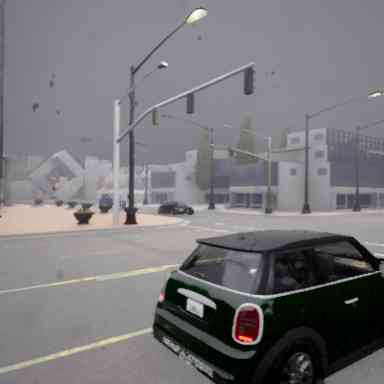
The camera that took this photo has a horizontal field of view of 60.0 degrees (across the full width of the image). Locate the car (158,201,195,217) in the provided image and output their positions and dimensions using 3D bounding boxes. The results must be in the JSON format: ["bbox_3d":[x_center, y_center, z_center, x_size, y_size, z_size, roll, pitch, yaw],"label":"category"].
[{"bbox_3d":[-1.544,1.594,32.139,1.994,1.385,4.181,1,0,-35],"label":"car"}]

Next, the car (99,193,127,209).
[{"bbox_3d":[-10.871,1.161,45.401,2.150,2.045,5.566,1,0,-35],"label":"car"}]

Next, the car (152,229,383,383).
[{"bbox_3d":[1.765,1.355,5.075,4.553,1.767,2.097,0,0,-35],"label":"car"}]
